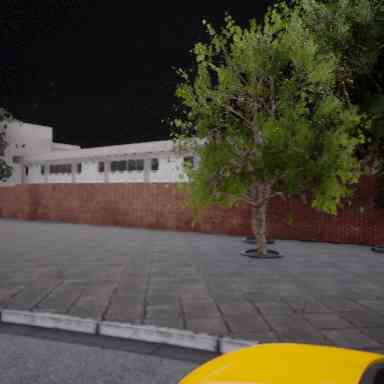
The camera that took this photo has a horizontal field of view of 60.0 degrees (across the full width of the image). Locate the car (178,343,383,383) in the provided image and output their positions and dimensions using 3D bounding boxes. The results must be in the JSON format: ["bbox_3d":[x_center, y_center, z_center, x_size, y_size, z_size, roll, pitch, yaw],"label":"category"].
[{"bbox_3d":[2.047,1.477,1.308,5.008,1.535,1.882,0,0,26],"label":"car"}]
